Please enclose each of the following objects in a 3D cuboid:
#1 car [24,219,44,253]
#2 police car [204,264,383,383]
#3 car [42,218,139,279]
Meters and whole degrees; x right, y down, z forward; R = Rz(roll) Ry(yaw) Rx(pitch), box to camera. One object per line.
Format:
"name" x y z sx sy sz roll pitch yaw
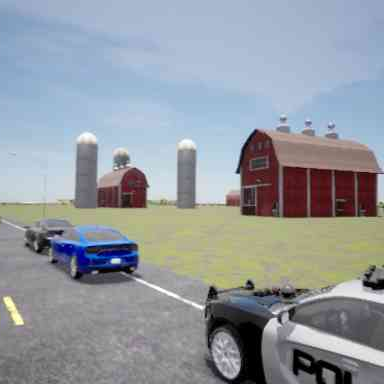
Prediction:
"car" -7.072 2.083 16.621 1.837 1.490 4.892 3 -3 -35
"police car" 2.051 1.630 3.617 1.930 1.638 5.238 3 -3 -35
"car" -3.627 1.915 11.711 1.882 1.535 5.008 3 -3 -35
